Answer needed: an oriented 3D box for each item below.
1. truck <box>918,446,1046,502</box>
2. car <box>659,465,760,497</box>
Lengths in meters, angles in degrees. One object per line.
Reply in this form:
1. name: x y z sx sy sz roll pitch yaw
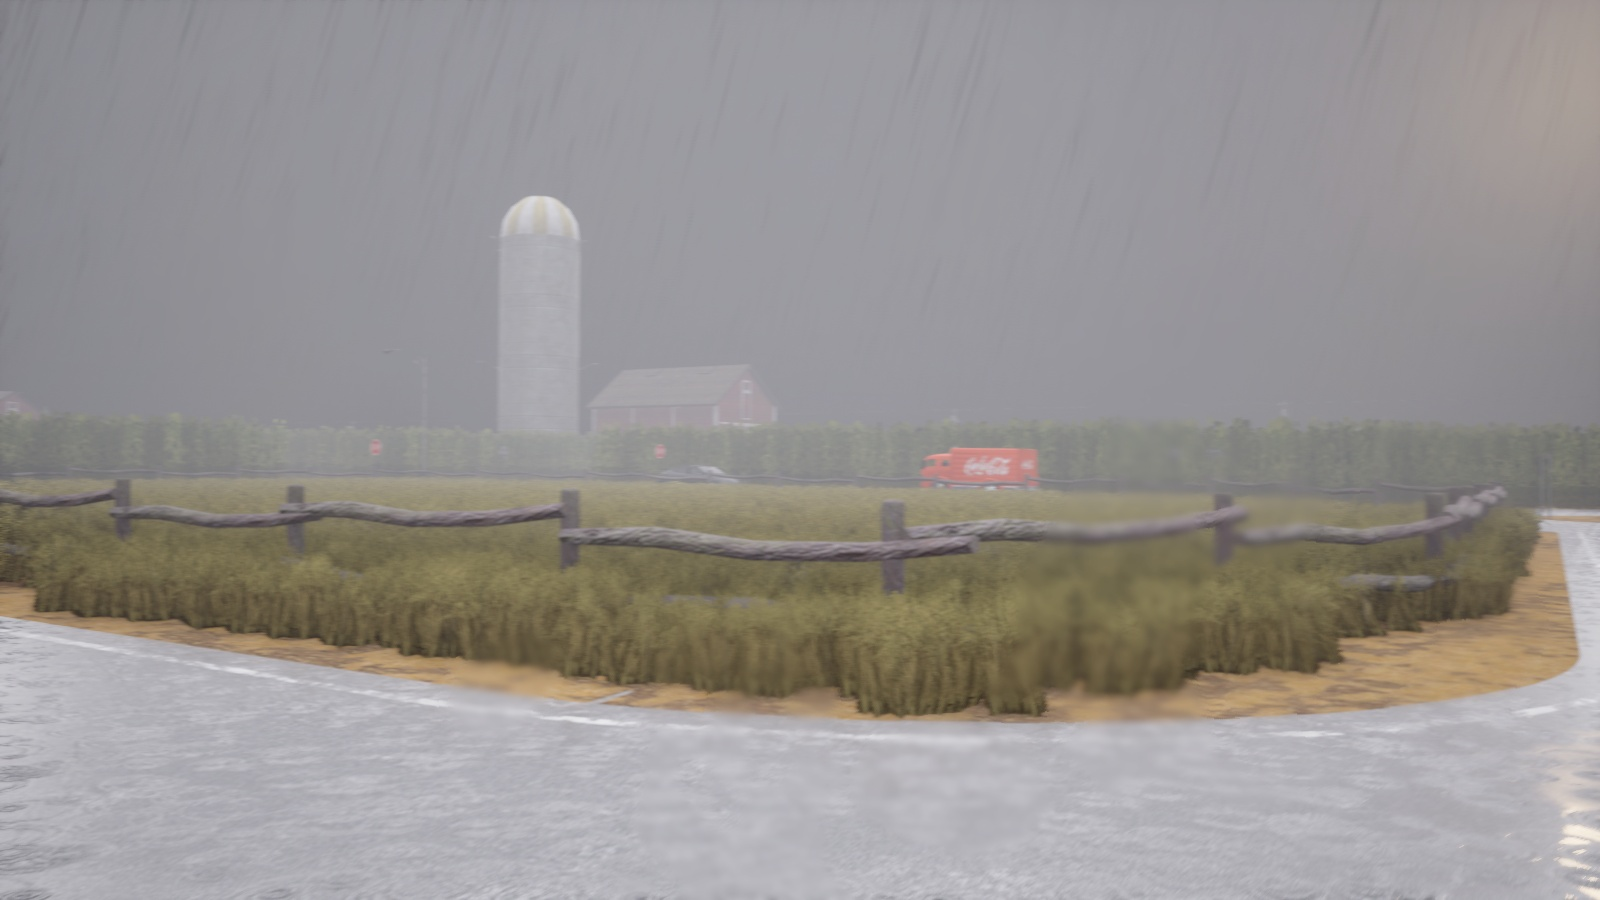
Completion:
1. truck: 8.404 1.077 58.150 5.204 2.467 2.627 0 -1 35
2. car: -4.601 1.539 63.368 4.792 1.488 2.163 0 -1 35
